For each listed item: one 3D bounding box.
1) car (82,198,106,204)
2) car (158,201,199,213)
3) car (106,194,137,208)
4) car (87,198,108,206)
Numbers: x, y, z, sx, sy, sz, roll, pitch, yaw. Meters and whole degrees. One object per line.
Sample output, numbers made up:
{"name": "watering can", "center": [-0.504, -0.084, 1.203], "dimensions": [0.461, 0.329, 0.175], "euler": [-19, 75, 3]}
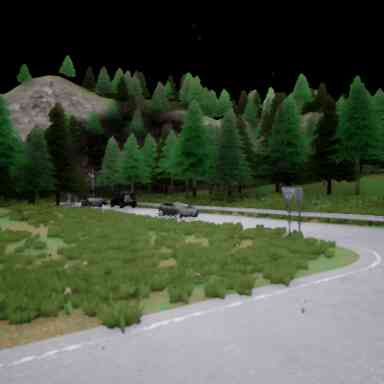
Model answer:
{"name": "car", "center": [-14.563, 1.599, 48.470], "dimensions": [1.837, 1.490, 4.892], "euler": [0, 0, -35]}
{"name": "car", "center": [-1.290, 1.597, 29.789], "dimensions": [1.837, 1.490, 4.892], "euler": [0, 0, -36]}
{"name": "car", "center": [-9.961, 1.303, 48.164], "dimensions": [2.150, 2.045, 5.566], "euler": [0, 0, -35]}
{"name": "car", "center": [-16.192, 1.682, 56.802], "dimensions": [1.895, 1.301, 4.718], "euler": [0, 0, -36]}
